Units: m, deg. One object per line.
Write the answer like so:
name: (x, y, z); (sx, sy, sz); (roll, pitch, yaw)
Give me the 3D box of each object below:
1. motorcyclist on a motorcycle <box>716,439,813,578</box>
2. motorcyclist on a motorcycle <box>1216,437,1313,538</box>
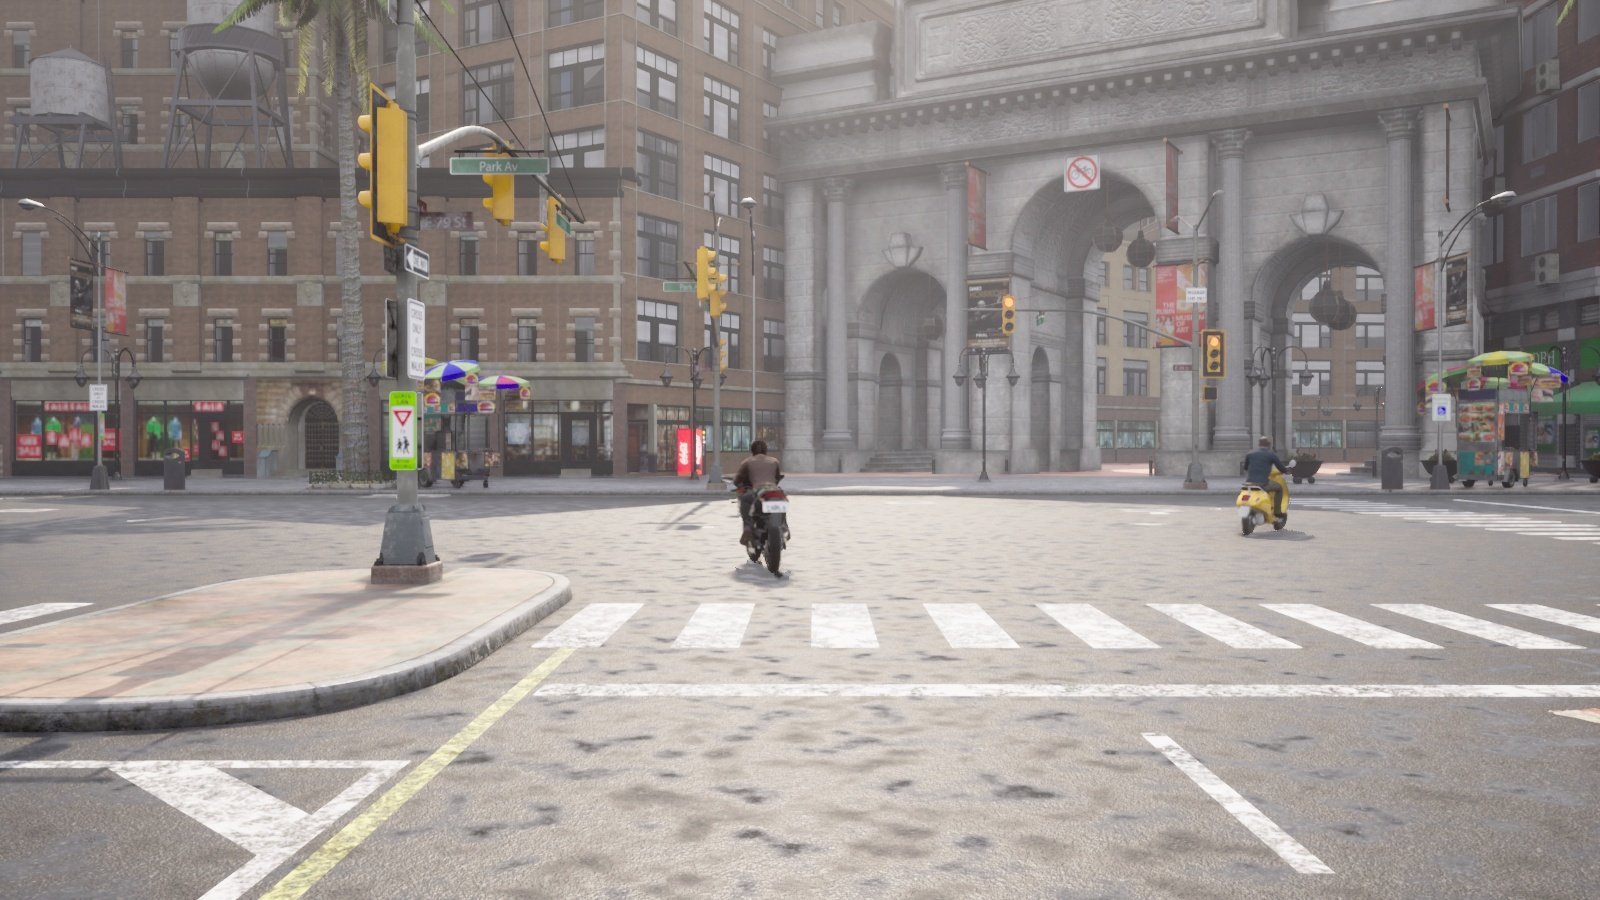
motorcyclist on a motorcycle: (-0.462, 0.643, 14.944); (0.797, 1.523, 2.044); (-1, 1, -11)
motorcyclist on a motorcycle: (7.713, 0.588, 20.811); (0.866, 1.590, 1.817); (2, 2, 42)
